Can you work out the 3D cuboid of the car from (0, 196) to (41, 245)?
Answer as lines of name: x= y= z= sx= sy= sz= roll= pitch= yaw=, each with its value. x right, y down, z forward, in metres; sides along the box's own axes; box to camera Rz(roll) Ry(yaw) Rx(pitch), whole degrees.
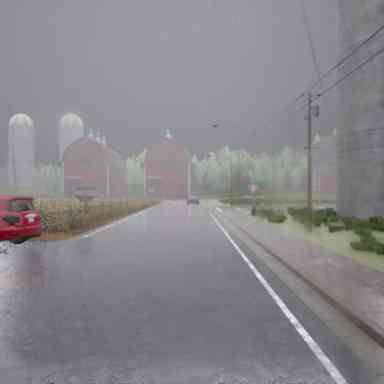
car: x=-8.871 y=1.169 z=13.151 sx=5.566 sy=2.045 sz=2.150 roll=0 pitch=-1 yaw=7

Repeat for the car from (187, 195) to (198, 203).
car: x=0.193 y=1.343 z=64.385 sx=1.895 sy=1.301 sz=4.718 roll=0 pitch=0 yaw=2

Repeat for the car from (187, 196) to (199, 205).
car: x=0.167 y=1.314 z=52.780 sx=1.812 sy=1.442 sz=4.674 roll=0 pitch=0 yaw=0
